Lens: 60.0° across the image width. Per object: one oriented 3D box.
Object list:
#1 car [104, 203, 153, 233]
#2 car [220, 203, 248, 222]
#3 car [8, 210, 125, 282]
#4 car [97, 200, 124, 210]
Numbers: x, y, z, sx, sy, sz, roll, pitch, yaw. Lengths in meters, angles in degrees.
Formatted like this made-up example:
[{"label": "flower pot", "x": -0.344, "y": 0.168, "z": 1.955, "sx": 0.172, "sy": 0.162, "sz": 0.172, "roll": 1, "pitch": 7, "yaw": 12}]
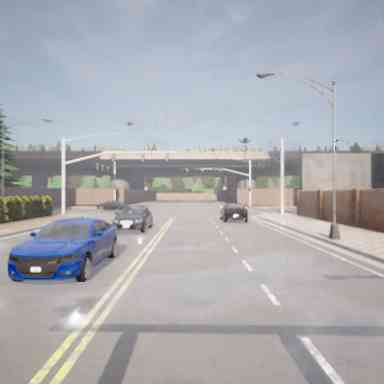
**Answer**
[{"label": "car", "x": -3.578, "y": 1.619, "z": 20.649, "sx": 2.128, "sy": 1.511, "sz": 4.902, "roll": 0, "pitch": 0, "yaw": 1}, {"label": "car", "x": 3.452, "y": 1.649, "z": 27.743, "sx": 1.882, "sy": 1.535, "sz": 5.008, "roll": 0, "pitch": 0, "yaw": 0}, {"label": "car", "x": -3.606, "y": 1.541, "z": 10.179, "sx": 1.882, "sy": 1.535, "sz": 5.008, "roll": 0, "pitch": -1, "yaw": 0}, {"label": "car", "x": -10.808, "y": 1.813, "z": 45.360, "sx": 4.181, "sy": 1.385, "sz": 1.994, "roll": 0, "pitch": 0, "yaw": 18}]
